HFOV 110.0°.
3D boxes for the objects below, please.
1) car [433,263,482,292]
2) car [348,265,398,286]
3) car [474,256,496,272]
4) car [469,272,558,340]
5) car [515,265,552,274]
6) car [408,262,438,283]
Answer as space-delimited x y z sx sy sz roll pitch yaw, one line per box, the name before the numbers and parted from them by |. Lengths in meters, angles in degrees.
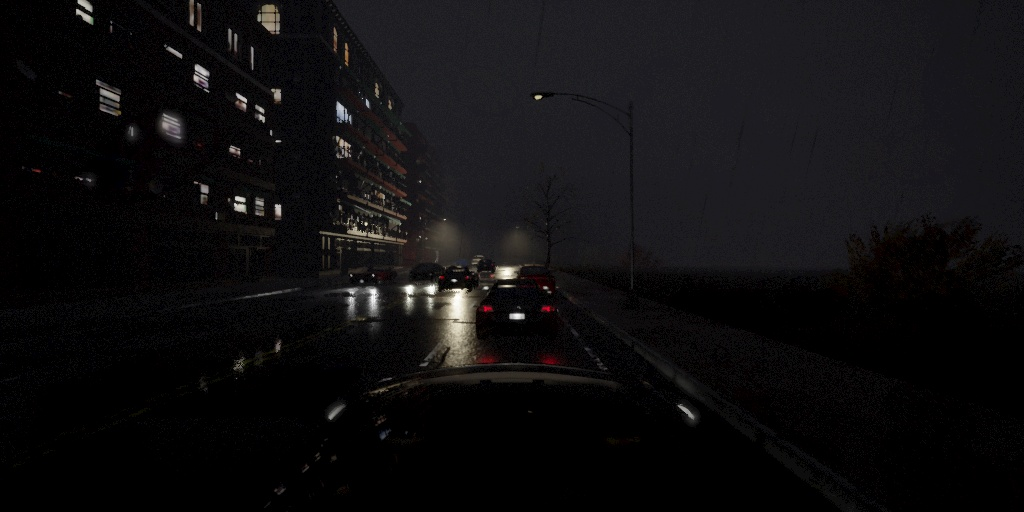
car | -3.132 1.316 21.467 1.994 1.385 4.181 0 0 0
car | -9.827 1.353 25.690 1.895 1.301 4.718 0 0 0
car | -3.111 1.106 44.112 2.097 1.767 4.553 0 0 0
car | 0.109 1.315 9.996 1.994 1.385 4.181 0 0 0
car | 1.153 1.230 18.916 1.882 1.535 5.008 0 0 0
car | -6.576 1.230 27.885 1.882 1.535 5.008 0 0 0
